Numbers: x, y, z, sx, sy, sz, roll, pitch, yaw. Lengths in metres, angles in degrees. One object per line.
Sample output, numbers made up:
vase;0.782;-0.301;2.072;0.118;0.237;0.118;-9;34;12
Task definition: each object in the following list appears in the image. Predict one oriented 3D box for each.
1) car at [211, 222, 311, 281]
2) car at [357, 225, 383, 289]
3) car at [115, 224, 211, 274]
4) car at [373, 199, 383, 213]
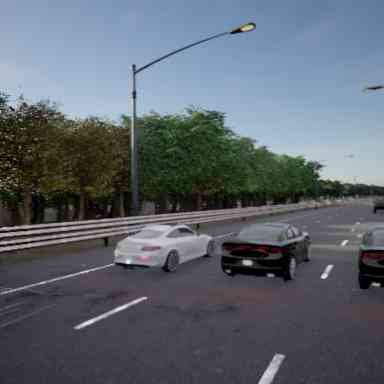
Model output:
car;2.610;1.725;10.832;1.882;1.535;5.008;-2;-2;28
car;5.709;1.633;9.208;1.882;1.535;5.008;-2;-2;28
car;-0.785;1.856;11.899;1.812;1.442;4.674;-2;-2;28
car;28.401;2.019;49.638;2.150;2.045;5.566;-2;-2;31
